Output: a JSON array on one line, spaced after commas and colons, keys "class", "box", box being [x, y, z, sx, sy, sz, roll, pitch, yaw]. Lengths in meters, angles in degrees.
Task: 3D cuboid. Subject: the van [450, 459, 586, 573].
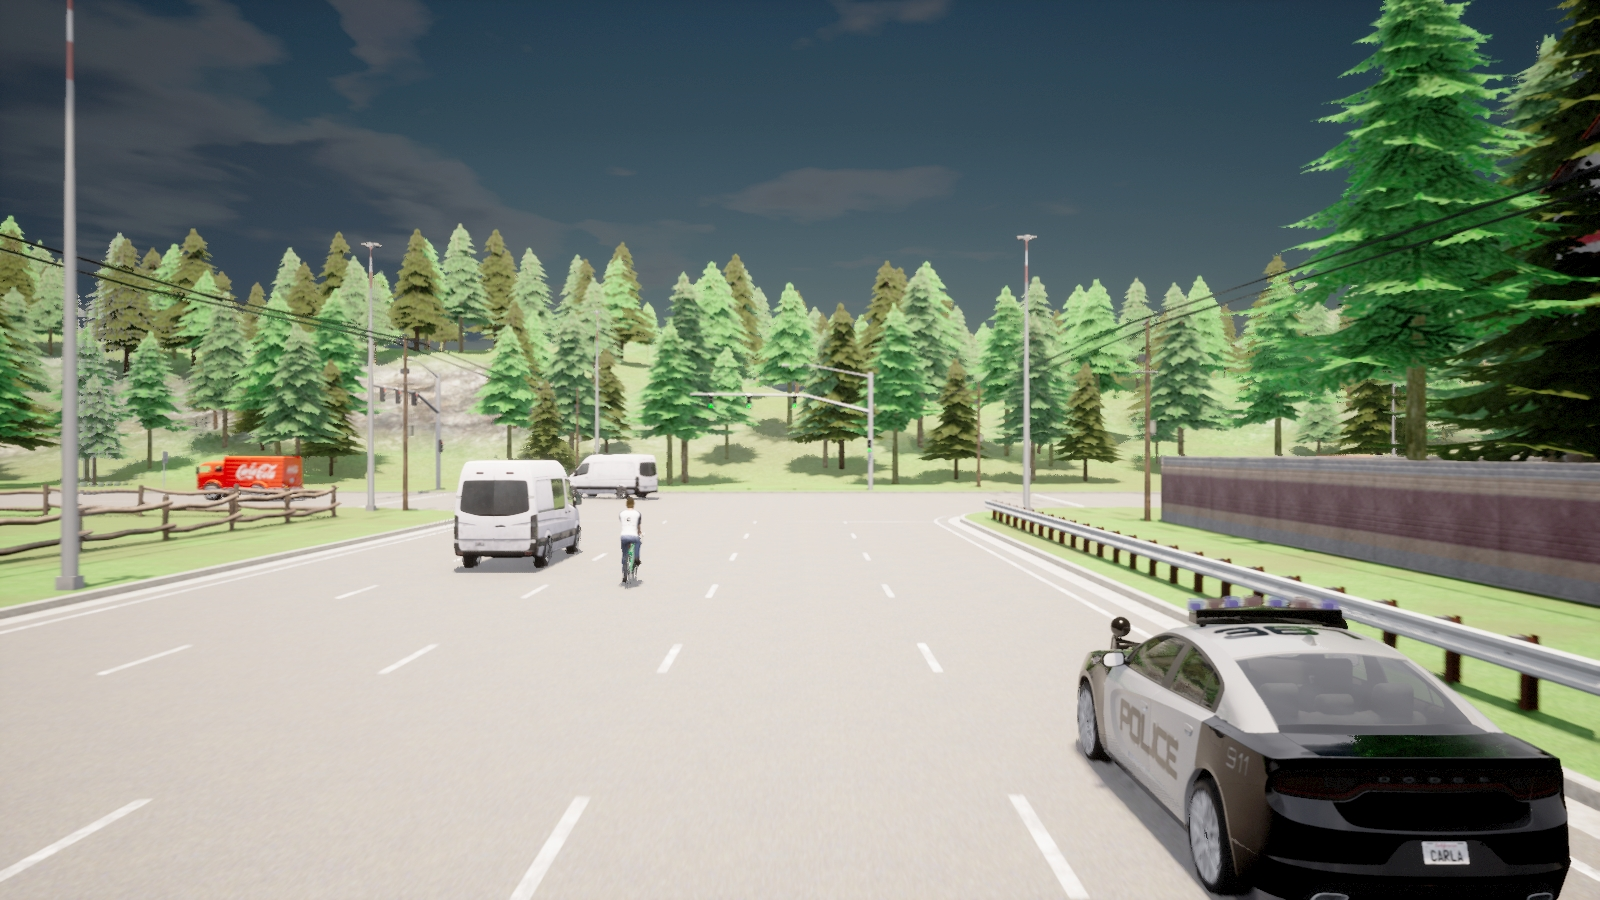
[{"class": "van", "box": [-6.992, 1.534, 29.027, 1.988, 2.561, 5.915, 0, 0, 0]}]

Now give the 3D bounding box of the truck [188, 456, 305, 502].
[{"class": "truck", "box": [-30.580, 1.571, 63.276, 5.204, 2.467, 2.627, 0, 0, 3]}]

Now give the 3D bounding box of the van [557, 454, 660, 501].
[{"class": "van", "box": [-11.063, 1.535, 65.937, 5.915, 2.561, 1.988, 0, 0, 30]}]

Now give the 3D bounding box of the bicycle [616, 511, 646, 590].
[{"class": "bicycle", "box": [-3.498, 2.056, 23.713, 0.373, 1.496, 1.643, 0, 0, 0]}]

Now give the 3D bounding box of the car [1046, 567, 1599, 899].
[{"class": "car", "box": [3.501, 1.982, 8.780, 2.097, 1.638, 5.238, 0, 0, 0]}]
